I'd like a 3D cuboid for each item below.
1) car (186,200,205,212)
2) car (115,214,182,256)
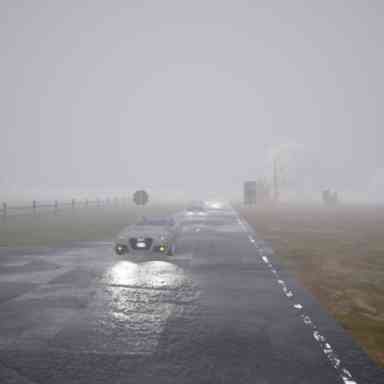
[{"bbox_3d":[0.474,1.567,37.746,1.994,1.385,4.181,0,0,5],"label":"car"},{"bbox_3d":[-1.532,1.560,12.979,1.994,1.385,4.181,0,0,5],"label":"car"}]
